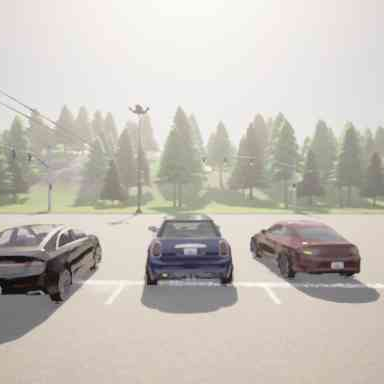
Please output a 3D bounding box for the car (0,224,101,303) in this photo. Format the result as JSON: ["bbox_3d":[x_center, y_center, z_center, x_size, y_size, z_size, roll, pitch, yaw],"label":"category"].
[{"bbox_3d":[-3.608,1.535,8.279,2.128,1.511,4.902,0,0,-3],"label":"car"}]

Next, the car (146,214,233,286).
[{"bbox_3d":[-0.215,1.404,9.782,2.097,1.767,4.553,0,0,-5],"label":"car"}]

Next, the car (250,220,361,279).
[{"bbox_3d":[3.213,1.582,10.175,1.812,1.442,4.674,0,0,-6],"label":"car"}]
